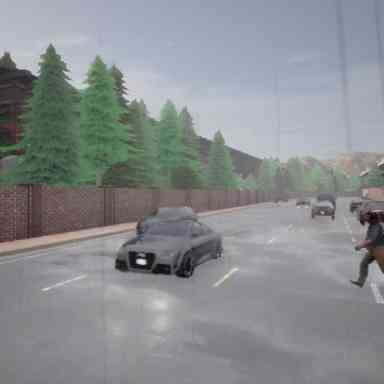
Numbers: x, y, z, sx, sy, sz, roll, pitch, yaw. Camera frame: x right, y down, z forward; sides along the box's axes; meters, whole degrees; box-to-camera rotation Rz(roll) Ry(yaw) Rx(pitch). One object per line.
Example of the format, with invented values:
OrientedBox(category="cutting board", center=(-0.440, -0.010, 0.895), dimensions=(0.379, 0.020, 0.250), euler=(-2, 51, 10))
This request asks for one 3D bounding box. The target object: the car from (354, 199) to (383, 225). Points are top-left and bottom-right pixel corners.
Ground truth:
OrientedBox(category="car", center=(13.094, 1.353, 23.873), dimensions=(2.097, 1.767, 4.553), euler=(0, 0, 23))

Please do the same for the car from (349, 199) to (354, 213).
OrientedBox(category="car", center=(18.775, 1.477, 37.282), dimensions=(1.882, 1.535, 5.008), euler=(0, 0, 23))

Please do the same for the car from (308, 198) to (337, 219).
OrientedBox(category="car", center=(11.656, 1.525, 29.475), dimensions=(1.812, 1.442, 4.674), euler=(0, 0, 23))

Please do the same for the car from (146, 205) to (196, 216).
OrientedBox(category="car", center=(-1.148, 1.505, 17.685), dimensions=(1.837, 1.490, 4.892), euler=(0, 0, 23))

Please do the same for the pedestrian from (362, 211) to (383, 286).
OrientedBox(category="pedestrian", center=(4.081, 1.294, 7.434), dimensions=(0.375, 1.860, 0.375), euler=(0, 0, 23))

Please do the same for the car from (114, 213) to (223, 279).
OrientedBox(category="car", center=(-0.507, 1.564, 10.191), dimensions=(1.994, 1.385, 4.181), euler=(0, 0, 23))

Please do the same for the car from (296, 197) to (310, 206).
OrientedBox(category="car", center=(17.981, 1.566, 53.613), dimensions=(1.994, 1.385, 4.181), euler=(0, 0, 23))

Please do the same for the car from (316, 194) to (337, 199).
OrientedBox(category="car", center=(16.547, 1.221, 40.987), dimensions=(2.150, 2.045, 5.566), euler=(0, 0, 23))
